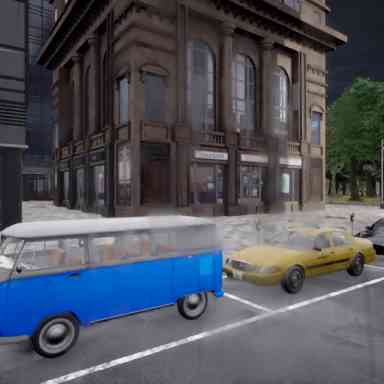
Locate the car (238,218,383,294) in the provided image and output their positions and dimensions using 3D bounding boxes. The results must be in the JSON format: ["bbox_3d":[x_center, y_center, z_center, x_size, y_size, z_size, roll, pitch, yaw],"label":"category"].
[{"bbox_3d":[2.975,1.525,8.765,4.829,1.417,1.752,0,0,-35],"label":"car"}]

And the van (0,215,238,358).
[{"bbox_3d":[-1.317,1.341,5.710,3.998,1.788,1.690,0,0,-35],"label":"van"}]
